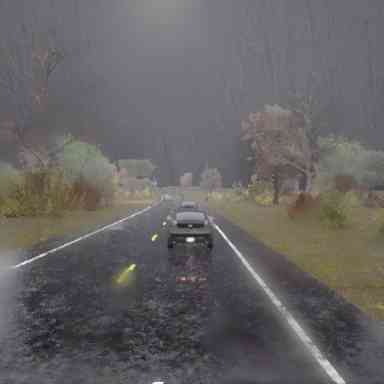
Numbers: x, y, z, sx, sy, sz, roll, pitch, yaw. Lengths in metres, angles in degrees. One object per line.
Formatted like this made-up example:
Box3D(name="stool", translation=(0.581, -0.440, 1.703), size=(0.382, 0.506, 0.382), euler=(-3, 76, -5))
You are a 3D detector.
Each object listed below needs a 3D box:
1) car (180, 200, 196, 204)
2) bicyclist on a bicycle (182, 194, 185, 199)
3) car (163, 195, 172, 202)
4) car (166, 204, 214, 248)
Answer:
Box3D(name="car", translation=(-0.327, 1.514, 29.721), size=(1.837, 1.490, 4.892), euler=(0, 0, -1))
Box3D(name="bicyclist on a bicycle", translation=(-2.350, 1.442, 95.353), size=(0.582, 1.620, 1.656), euler=(0, 0, -4))
Box3D(name="car", translation=(-5.648, 1.507, 76.621), size=(1.812, 1.442, 4.674), euler=(0, 0, -3))
Box3D(name="car", translation=(-0.082, 1.515, 14.704), size=(1.837, 1.490, 4.892), euler=(0, 0, -1))
